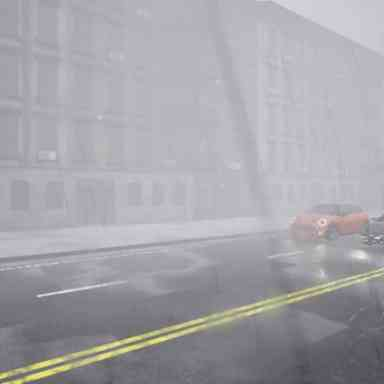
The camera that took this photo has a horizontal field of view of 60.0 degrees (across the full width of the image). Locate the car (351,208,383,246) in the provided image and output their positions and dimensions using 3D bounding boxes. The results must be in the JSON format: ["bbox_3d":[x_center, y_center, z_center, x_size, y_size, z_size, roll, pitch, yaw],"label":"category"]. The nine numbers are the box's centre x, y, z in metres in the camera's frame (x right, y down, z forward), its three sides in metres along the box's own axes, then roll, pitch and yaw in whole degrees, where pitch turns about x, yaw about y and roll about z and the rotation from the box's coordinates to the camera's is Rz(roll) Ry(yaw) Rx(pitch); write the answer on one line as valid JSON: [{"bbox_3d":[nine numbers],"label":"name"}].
[{"bbox_3d":[9.095,1.504,14.162,4.892,1.490,1.837,0,0,-35],"label":"car"}]

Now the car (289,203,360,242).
[{"bbox_3d":[6.901,1.351,16.590,4.553,1.767,2.097,0,0,-35],"label":"car"}]
